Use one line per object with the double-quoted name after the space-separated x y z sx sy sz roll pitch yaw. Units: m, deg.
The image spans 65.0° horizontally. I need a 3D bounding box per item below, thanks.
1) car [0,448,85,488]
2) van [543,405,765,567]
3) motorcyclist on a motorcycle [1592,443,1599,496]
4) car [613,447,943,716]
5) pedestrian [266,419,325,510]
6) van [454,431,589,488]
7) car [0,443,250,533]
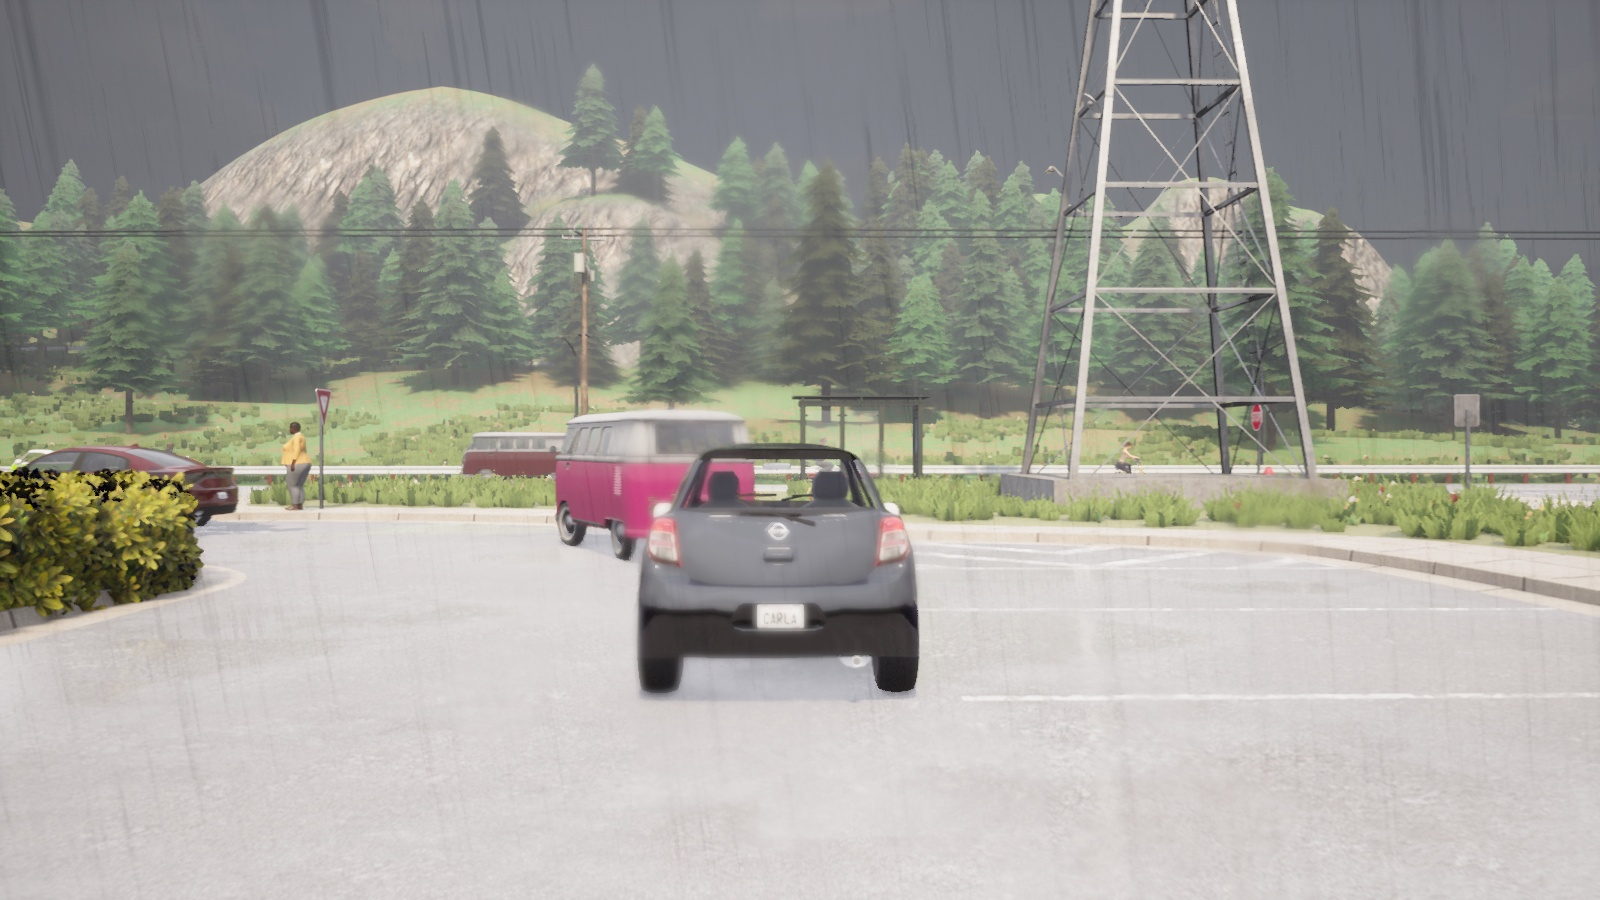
-27.046 0.623 44.834 2.207 1.376 1.481 0 0 -1 "car"
-2.215 0.436 17.827 1.775 1.987 4.442 0 0 -26 "van"
24.697 0.585 37.423 0.866 1.590 1.817 0 0 -7 "motorcyclist on a motorcycle"
-0.160 0.729 8.845 1.845 1.501 3.633 0 0 -1 "car"
-10.444 0.303 26.038 0.900 1.855 0.874 0 0 -3 "pedestrian"
-9.937 0.331 45.052 4.442 1.987 1.775 0 0 -1 "van"
-12.755 0.635 22.525 5.008 1.535 1.882 0 0 6 "car"
